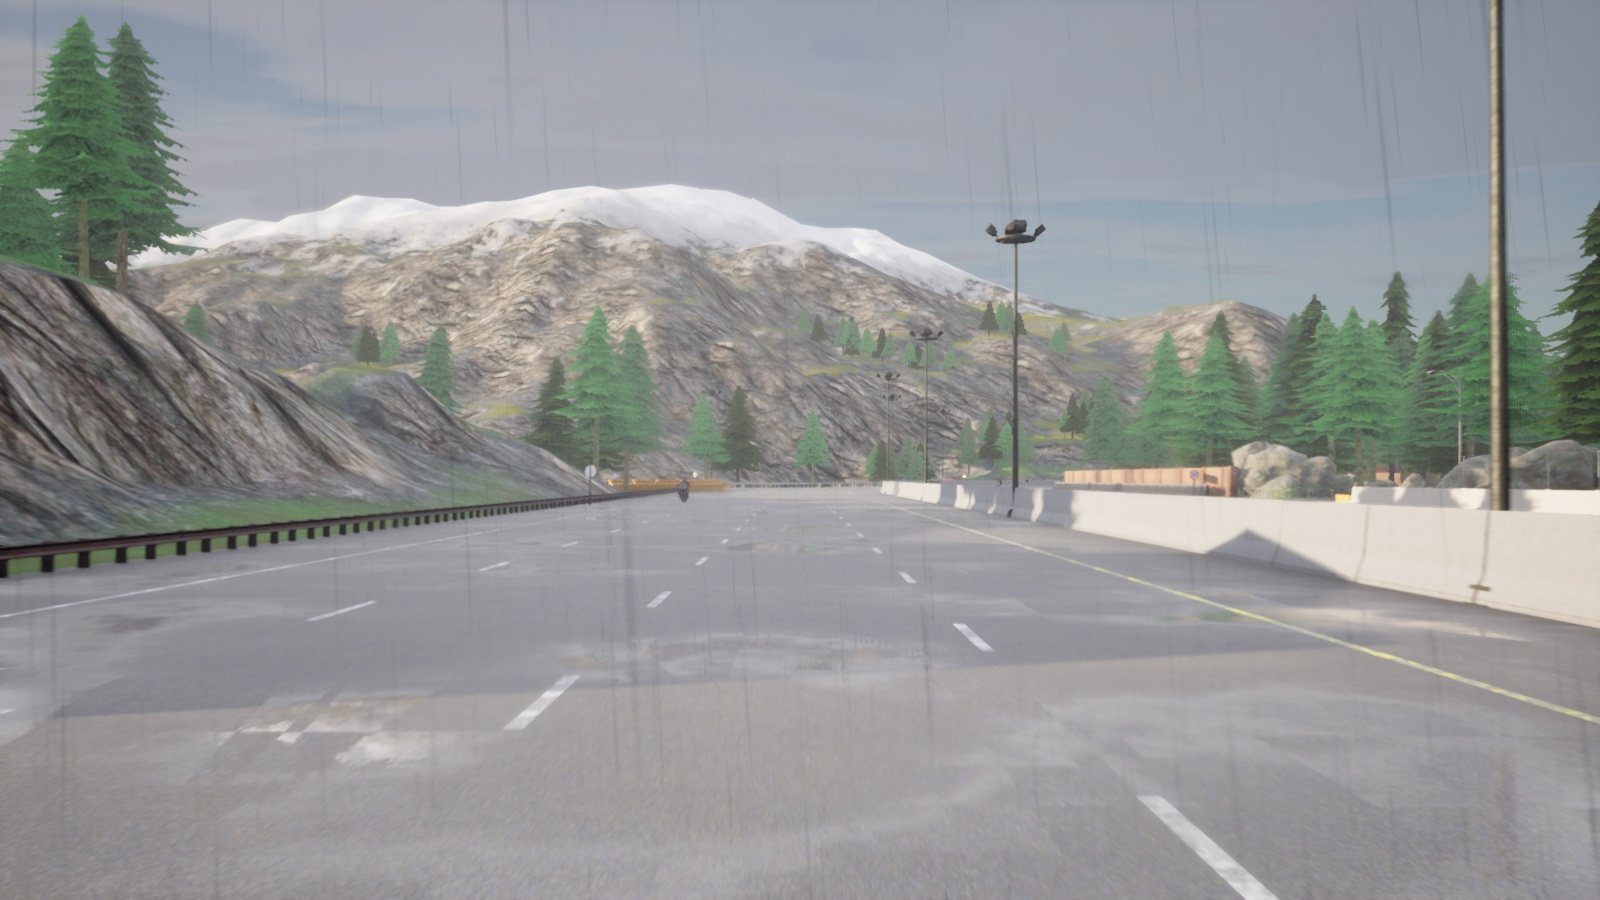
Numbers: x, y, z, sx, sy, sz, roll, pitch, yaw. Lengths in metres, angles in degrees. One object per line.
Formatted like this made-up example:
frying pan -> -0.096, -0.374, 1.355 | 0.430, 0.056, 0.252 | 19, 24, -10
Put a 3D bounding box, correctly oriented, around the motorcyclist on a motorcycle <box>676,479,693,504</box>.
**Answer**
motorcyclist on a motorcycle -> -7.200, 2.580, 78.378 | 0.866, 1.530, 2.191 | 0, -1, 0
